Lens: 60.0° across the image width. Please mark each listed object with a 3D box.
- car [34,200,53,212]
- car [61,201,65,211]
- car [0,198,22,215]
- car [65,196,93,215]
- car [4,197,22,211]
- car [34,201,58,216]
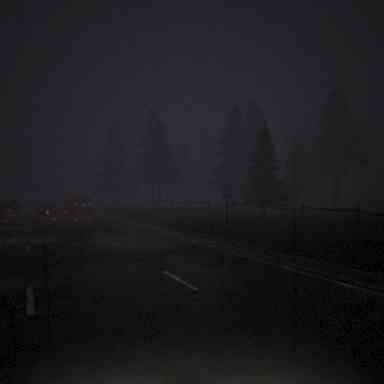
[{"bbox_3d":[-19.259,1.798,42.948,1.994,1.385,4.181,0,0,-27],"label":"car"},{"bbox_3d":[-16.817,1.778,45.753,1.812,1.442,4.674,0,0,-26],"label":"car"},{"bbox_3d":[-20.286,1.706,37.168,1.837,1.490,4.892,0,0,-27],"label":"car"},{"bbox_3d":[-12.510,1.427,37.120,2.150,2.045,5.566,0,0,-26],"label":"car"},{"bbox_3d":[-24.885,1.603,46.392,2.097,1.767,4.553,0,0,-26],"label":"car"},{"bbox_3d":[-15.354,1.793,35.117,1.895,1.301,4.718,0,0,-26],"label":"car"}]
